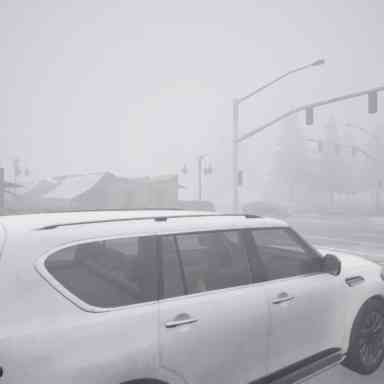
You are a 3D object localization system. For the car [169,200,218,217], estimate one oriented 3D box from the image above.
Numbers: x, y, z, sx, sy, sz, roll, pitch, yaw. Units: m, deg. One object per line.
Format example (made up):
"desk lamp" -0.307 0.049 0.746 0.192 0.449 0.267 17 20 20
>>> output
"car" -0.002 1.547 32.794 2.033 1.411 5.357 0 0 -37

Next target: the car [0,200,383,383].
"car" 0.183 1.221 3.944 5.566 2.045 2.150 0 0 -35

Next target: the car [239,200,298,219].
"car" 6.727 1.491 29.784 2.128 1.511 4.902 0 0 -38
